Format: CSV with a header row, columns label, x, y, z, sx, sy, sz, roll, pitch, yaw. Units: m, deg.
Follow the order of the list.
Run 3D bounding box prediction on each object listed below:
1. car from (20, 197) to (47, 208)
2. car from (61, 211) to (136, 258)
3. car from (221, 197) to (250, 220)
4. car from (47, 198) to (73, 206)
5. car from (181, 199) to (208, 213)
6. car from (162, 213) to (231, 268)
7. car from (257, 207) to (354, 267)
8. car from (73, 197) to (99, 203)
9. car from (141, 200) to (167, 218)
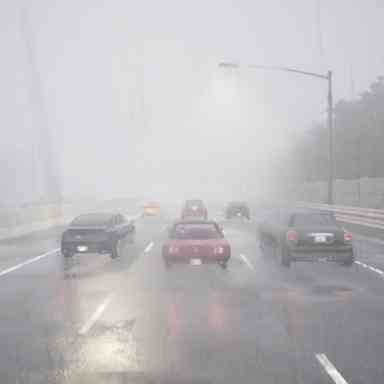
label,x,y,z,sx,sy,sz,roll,pitch,yaw
car,-20.838,1.434,44.215,1.882,1.535,5.008,0,0,1
car,-3.376,1.492,12.693,1.837,1.490,4.892,0,0,0
car,3.696,1.478,28.244,1.837,1.490,4.892,0,0,0
car,-17.331,1.521,44.790,1.994,1.385,4.181,0,0,1
car,0.194,1.325,27.911,2.097,1.767,4.553,0,0,0
car,0.120,1.590,11.174,1.895,1.301,4.718,0,0,0
car,3.620,1.341,11.481,2.097,1.767,4.553,0,0,0
car,-13.832,1.464,44.796,1.837,1.490,4.892,0,-1,1
car,-3.294,1.449,29.656,1.882,1.535,5.008,0,0,0
